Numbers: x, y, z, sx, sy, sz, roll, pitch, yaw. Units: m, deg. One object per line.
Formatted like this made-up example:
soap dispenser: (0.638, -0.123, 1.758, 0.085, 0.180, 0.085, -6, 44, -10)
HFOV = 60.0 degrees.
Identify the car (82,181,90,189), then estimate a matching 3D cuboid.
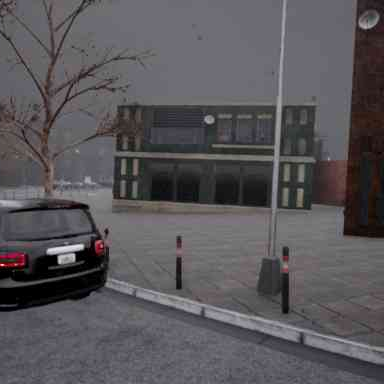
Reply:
car: (-24.633, -1.407, 70.174, 4.674, 1.452, 2.002, 3, 3, 20)

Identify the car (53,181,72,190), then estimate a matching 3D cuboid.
car: (-26.481, -1.434, 64.971, 4.553, 1.767, 2.185, 3, 2, 20)

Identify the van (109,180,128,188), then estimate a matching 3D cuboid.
van: (-18.870, -2.118, 85.672, 4.442, 1.987, 1.878, 3, 3, 20)

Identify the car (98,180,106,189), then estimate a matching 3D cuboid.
car: (-22.757, -1.590, 75.362, 4.892, 1.521, 2.231, 3, 3, 20)

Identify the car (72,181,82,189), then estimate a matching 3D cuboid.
car: (-25.578, -1.377, 67.585, 5.008, 1.535, 2.097, 3, 2, 20)

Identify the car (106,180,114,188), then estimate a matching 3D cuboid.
car: (-20.886, -1.997, 80.539, 5.566, 2.045, 2.435, 3, 3, 20)

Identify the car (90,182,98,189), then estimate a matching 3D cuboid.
car: (-23.659, -1.641, 72.748, 4.553, 1.767, 2.185, 3, 3, 20)

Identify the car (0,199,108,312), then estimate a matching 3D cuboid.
car: (-4.131, 1.152, 7.051, 5.566, 2.045, 2.150, 1, 0, 38)
